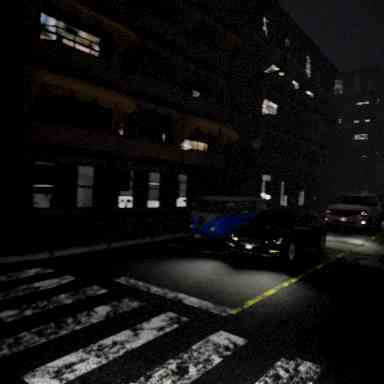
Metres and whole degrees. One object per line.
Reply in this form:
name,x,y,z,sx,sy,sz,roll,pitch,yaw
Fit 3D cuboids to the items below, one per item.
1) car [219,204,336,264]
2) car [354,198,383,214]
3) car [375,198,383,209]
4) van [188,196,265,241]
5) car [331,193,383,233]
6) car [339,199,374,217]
car,3.141,1.327,11.409,1.837,1.490,4.892,3,2,38
car,18.857,1.424,35.312,2.008,1.369,4.403,4,2,38
car,25.789,1.501,44.032,1.947,1.339,4.313,4,2,38
van,1.534,1.065,13.510,1.690,1.788,3.998,4,2,38
car,9.645,1.099,19.568,2.150,2.045,5.566,3,1,38
car,15.390,1.409,30.953,1.947,1.339,4.313,4,2,38
